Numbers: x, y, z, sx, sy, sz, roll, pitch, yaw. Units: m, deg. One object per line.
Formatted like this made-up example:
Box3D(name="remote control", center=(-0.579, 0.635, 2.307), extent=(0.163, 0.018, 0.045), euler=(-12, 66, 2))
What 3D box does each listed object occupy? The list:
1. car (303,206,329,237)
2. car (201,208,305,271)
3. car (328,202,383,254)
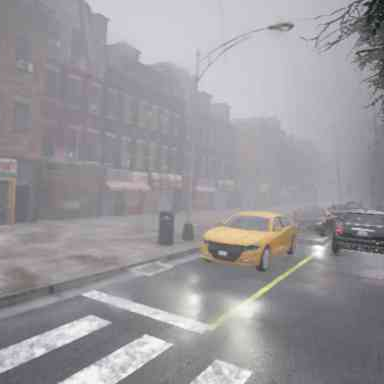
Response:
Box3D(name="car", center=(6.898, 1.565, 18.898), extent=(1.812, 1.442, 4.674), euler=(4, 1, 32))
Box3D(name="car", center=(2.106, 1.400, 11.040), extent=(1.882, 1.535, 5.008), euler=(4, 1, 31))
Box3D(name="car", center=(7.111, 1.506, 13.527), extent=(2.097, 1.767, 4.553), euler=(4, 1, 31))
